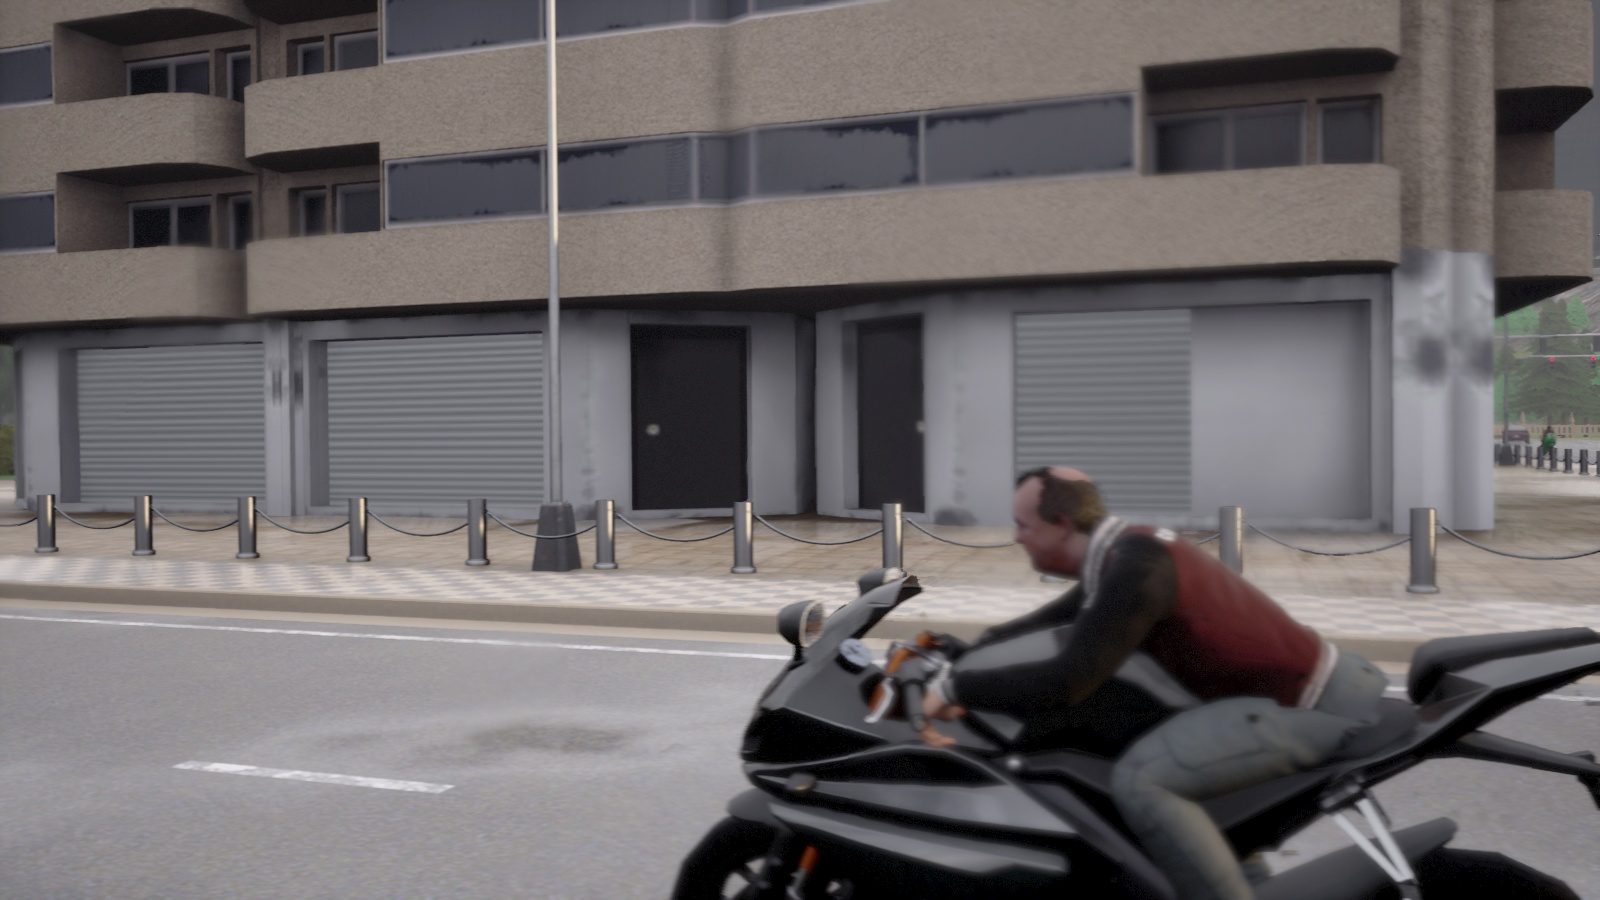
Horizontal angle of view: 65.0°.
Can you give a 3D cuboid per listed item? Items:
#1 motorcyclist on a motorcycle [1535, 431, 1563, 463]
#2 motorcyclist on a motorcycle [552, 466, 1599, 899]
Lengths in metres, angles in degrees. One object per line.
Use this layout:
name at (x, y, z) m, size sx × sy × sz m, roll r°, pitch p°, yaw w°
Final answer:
motorcyclist on a motorcycle at (36.382, -0.162, 61.022) m, size 0.797 × 1.523 × 2.044 m, roll 0°, pitch 1°, yaw 19°
motorcyclist on a motorcycle at (0.600, 0.821, 2.992) m, size 2.191 × 1.530 × 0.866 m, roll 0°, pitch 1°, yaw 19°
